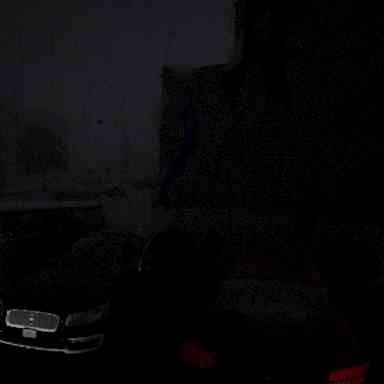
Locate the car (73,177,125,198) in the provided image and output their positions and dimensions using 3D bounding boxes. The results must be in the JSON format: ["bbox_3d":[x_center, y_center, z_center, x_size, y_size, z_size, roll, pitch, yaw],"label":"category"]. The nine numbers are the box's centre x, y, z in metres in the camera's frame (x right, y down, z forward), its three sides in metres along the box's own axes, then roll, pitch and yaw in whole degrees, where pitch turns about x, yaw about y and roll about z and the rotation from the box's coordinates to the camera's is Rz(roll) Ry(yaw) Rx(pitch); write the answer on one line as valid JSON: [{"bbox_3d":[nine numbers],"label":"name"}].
[{"bbox_3d":[-9.889,-0.509,34.905,5.566,2.045,2.435,1,6,9],"label":"car"}]

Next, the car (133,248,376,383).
[{"bbox_3d":[1.129,1.512,4.610,2.002,1.452,4.674,0,-1,15],"label":"car"}]

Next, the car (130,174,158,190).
[{"bbox_3d":[-5.577,-1.119,42.846,4.892,1.521,2.231,1,6,9],"label":"car"}]

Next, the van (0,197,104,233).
[{"bbox_3d":[-3.847,1.210,7.953,1.878,1.987,4.442,1,0,14],"label":"van"}]

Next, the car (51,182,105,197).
[{"bbox_3d":[-11.357,0.067,32.298,4.674,1.452,2.002,1,6,9],"label":"car"}]

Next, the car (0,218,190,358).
[{"bbox_3d":[-1.336,1.456,6.351,2.231,1.521,4.892,1,0,15],"label":"car"}]
